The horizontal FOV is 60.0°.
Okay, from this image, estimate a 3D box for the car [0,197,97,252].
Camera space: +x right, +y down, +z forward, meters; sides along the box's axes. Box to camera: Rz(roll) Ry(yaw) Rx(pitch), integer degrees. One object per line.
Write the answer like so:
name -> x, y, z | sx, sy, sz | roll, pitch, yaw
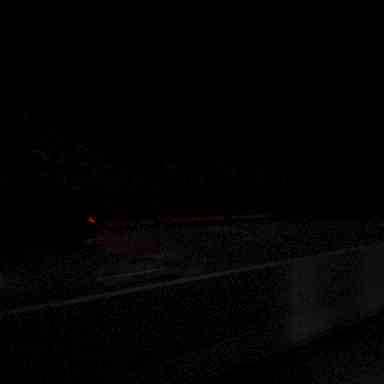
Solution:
car -> -6.376, 1.224, 12.342 | 5.566, 2.045, 2.150 | 0, 0, -36
